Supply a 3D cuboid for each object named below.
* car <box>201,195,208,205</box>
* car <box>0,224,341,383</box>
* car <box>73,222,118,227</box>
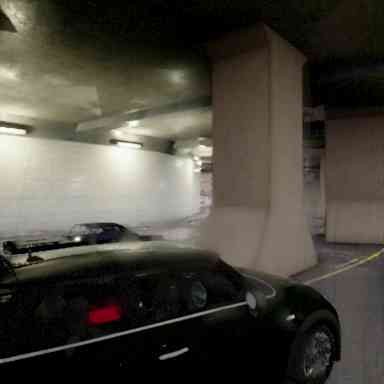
[{"bbox_3d":[1.482,1.814,68.352,1.812,1.442,4.674,0,0,-12],"label":"car"},{"bbox_3d":[-0.297,1.370,3.798,4.553,1.767,2.097,0,0,-36],"label":"car"},{"bbox_3d":[-3.311,1.649,10.451,4.718,1.301,1.895,0,0,-38],"label":"car"}]
